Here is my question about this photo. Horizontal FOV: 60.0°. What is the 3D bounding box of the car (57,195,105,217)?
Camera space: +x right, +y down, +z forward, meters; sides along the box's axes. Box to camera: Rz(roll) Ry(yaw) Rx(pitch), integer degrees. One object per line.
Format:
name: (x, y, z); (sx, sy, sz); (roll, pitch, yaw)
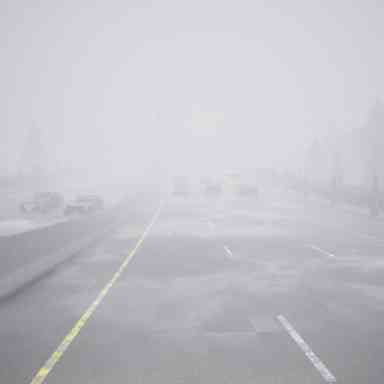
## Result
car: (-7.833, 0.949, 24.311); (1.895, 1.301, 4.718); (0, 4, -1)

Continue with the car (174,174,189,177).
car: (-1.528, -1.822, 48.086); (1.882, 1.535, 5.008); (0, 7, -1)

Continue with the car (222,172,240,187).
car: (5.496, -1.845, 46.441); (2.150, 2.045, 5.566); (0, 7, -2)

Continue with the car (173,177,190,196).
car: (-1.196, -0.452, 37.740); (2.033, 1.411, 5.357); (0, 7, -1)

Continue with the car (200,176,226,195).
car: (2.348, -0.570, 38.238); (1.882, 1.535, 5.008); (0, 7, -2)

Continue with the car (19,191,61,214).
car: (-11.355, 0.752, 25.397); (2.128, 1.511, 4.902); (0, 4, -2)

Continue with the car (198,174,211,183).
car: (2.016, -1.861, 48.516); (1.882, 1.535, 5.008); (0, 7, -2)

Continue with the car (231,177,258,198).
car: (5.902, -0.336, 36.455); (1.882, 1.535, 5.008); (0, 7, -2)
